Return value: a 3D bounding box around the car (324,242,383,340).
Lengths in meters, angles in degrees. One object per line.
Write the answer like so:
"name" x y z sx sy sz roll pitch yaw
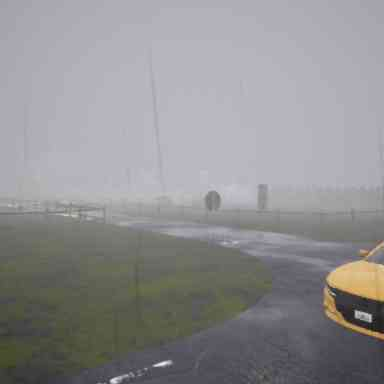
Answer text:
"car" 4.533 1.574 6.311 5.008 1.535 1.882 1 -1 -36

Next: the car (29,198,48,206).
"car" -25.872 1.711 55.809 1.895 1.301 4.718 2 -1 -41

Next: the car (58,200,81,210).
"car" -17.004 1.738 45.487 1.895 1.301 4.718 2 -1 -40
